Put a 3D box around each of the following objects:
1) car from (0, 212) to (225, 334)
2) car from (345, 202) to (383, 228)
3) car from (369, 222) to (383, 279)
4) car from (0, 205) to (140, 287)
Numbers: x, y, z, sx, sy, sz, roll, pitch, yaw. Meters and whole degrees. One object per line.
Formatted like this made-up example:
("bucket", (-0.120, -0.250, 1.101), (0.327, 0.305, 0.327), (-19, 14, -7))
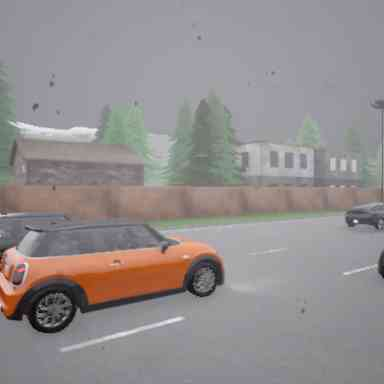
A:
("car", (-1.464, 1.340, 7.003), (4.553, 1.767, 2.097), (0, 0, -35))
("car", (11.339, 1.416, 20.438), (4.892, 1.490, 1.837), (0, 0, -36))
("car", (6.566, 1.521, 8.433), (4.181, 1.385, 1.994), (0, 0, -36))
("car", (-4.013, 1.343, 9.483), (4.553, 1.767, 2.097), (0, 0, -36))
